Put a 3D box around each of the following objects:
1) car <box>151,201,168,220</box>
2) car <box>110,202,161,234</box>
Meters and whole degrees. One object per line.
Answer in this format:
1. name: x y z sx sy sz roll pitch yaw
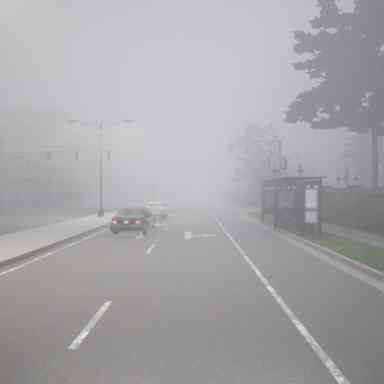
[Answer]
1. car: -3.147 1.526 28.483 1.812 1.442 4.674 0 0 1
2. car: -3.231 1.545 18.959 2.033 1.411 5.357 0 0 0
